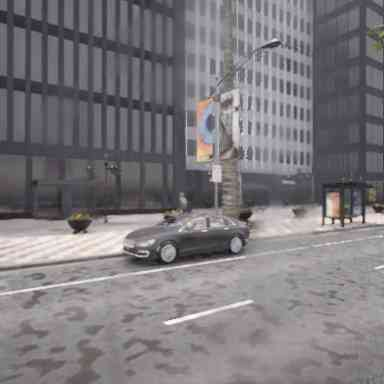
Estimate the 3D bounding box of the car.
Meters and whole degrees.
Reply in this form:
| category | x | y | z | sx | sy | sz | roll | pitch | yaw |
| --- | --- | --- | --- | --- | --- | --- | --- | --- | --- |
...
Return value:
| category | x | y | z | sx | sy | sz | roll | pitch | yaw |
| --- | --- | --- | --- | --- | --- | --- | --- | --- | --- |
| car | -0.039 | 1.501 | 11.931 | 4.892 | 1.521 | 2.231 | 0 | 0 | -35 |
